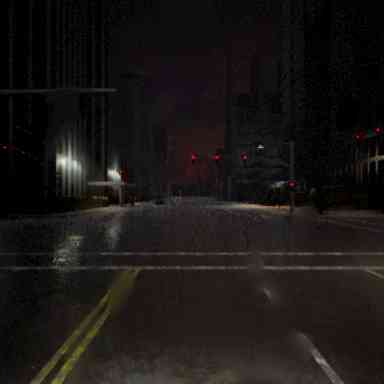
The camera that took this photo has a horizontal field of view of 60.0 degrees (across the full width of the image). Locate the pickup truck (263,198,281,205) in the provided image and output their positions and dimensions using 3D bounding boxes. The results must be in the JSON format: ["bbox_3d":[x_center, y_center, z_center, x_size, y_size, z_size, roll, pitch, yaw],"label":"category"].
[{"bbox_3d":[16.626,1.712,68.899,2.390,2.098,6.274,0,-1,31],"label":"pickup truck"}]

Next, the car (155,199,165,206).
[{"bbox_3d":[-6.995,2.281,72.411,1.895,1.301,4.718,0,-1,0],"label":"car"}]
